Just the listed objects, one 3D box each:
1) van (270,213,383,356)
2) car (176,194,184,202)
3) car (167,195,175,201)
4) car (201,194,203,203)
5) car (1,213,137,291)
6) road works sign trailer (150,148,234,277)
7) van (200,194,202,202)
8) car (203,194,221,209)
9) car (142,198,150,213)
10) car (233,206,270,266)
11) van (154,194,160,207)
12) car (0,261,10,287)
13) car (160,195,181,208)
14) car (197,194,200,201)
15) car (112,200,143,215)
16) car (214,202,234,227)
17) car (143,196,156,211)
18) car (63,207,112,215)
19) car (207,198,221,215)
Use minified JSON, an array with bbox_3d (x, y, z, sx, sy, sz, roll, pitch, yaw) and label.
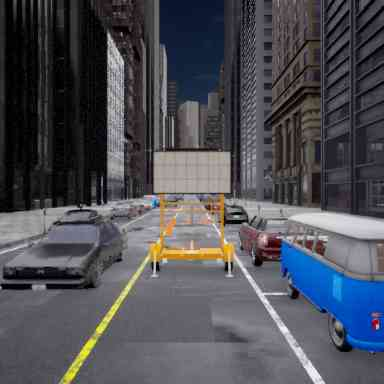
[{"bbox_3d":[2.766,1.341,5.887,1.690,1.788,3.998,0,0,0],"label":"van"},{"bbox_3d":[-2.970,1.598,81.613,2.033,1.411,5.357,0,0,0],"label":"car"},{"bbox_3d":[-5.728,1.610,90.018,2.008,1.369,4.403,0,0,0],"label":"car"},{"bbox_3d":[2.780,1.334,45.151,2.192,1.841,5.009,0,0,0],"label":"car"},{"bbox_3d":[-3.096,1.548,9.395,2.033,1.411,5.357,0,0,0],"label":"car"},{"bbox_3d":[0.004,0.465,10.222,2.380,3.560,2.880,0,0,0],"label":"road works sign trailer"},{"bbox_3d":[2.786,1.374,61.978,1.690,1.788,3.998,0,0,0],"label":"van"},{"bbox_3d":[2.778,1.330,39.542,2.192,1.841,5.009,0,0,0],"label":"car"},{"bbox_3d":[-5.749,1.593,33.923,1.802,1.307,4.206,0,0,0],"label":"car"},{"bbox_3d":[2.768,1.441,11.496,1.967,1.590,4.097,0,0,0],"label":"car"},{"bbox_3d":[-5.745,1.360,45.142,1.690,1.788,3.998,0,0,0],"label":"van"},{"bbox_3d":[-5.759,1.315,5.876,2.192,1.841,5.009,0,0,0],"label":"car"},{"bbox_3d":[-3.081,1.569,48.773,2.033,1.411,5.357,0,0,0],"label":"car"},{"bbox_3d":[2.791,1.358,73.197,2.192,1.841,5.009,0,0,0],"label":"car"},{"bbox_3d":[-5.751,1.558,28.314,2.008,1.369,4.403,0,0,0],"label":"car"},{"bbox_3d":[2.772,1.570,22.714,1.947,1.339,4.313,0,0,0],"label":"car"},{"bbox_3d":[-5.747,1.540,39.362,1.752,1.417,4.829,0,0,0],"label":"car"},{"bbox_3d":[-5.755,1.568,17.095,1.947,1.339,4.313,0,0,0],"label":"car"},{"bbox_3d":[2.776,1.593,33.933,1.802,1.307,4.206,0,0,0],"label":"car"}]
